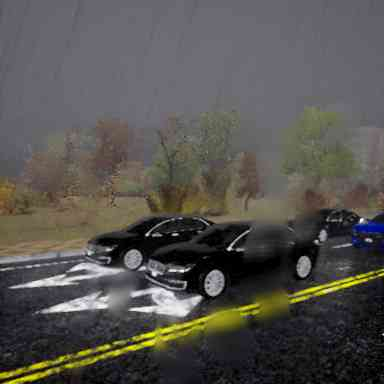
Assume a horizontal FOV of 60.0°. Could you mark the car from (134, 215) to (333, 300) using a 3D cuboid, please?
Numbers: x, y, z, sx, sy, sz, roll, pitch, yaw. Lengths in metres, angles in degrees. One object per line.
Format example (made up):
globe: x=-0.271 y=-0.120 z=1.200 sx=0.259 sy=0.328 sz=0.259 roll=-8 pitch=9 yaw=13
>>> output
car: x=1.220 y=1.519 z=8.504 sx=4.892 sy=1.490 sz=1.837 roll=0 pitch=0 yaw=-33

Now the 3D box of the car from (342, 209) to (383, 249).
car: x=8.588 y=1.520 z=13.798 sx=5.008 sy=1.535 sz=1.882 roll=0 pitch=0 yaw=-36

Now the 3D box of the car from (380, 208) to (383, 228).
car: x=14.591 y=1.684 z=22.065 sx=4.718 sy=1.301 sz=1.895 roll=0 pitch=0 yaw=-35

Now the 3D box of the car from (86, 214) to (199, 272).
car: x=-0.971 y=1.517 z=10.971 sx=4.892 sy=1.490 sz=1.837 roll=0 pitch=0 yaw=-35

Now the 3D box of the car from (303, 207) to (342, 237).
car: x=6.504 y=1.547 z=16.302 sx=4.892 sy=1.490 sz=1.837 roll=0 pitch=0 yaw=-35
